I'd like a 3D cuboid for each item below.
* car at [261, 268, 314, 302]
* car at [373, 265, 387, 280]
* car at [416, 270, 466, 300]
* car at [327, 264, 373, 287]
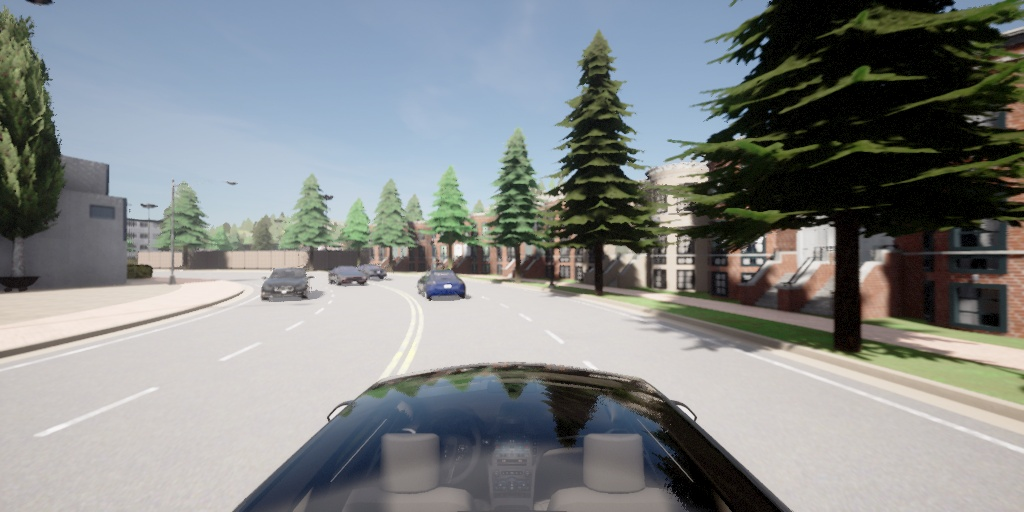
[{"bbox_3d":[-11.311,1.371,18.202,1.837,1.490,4.892,1,-1,-27],"label":"car"},{"bbox_3d":[-13.735,1.504,33.884,2.033,1.411,5.357,0,0,-45],"label":"car"},{"bbox_3d":[-3.787,1.416,18.796,1.994,1.385,4.181,0,0,-22],"label":"car"},{"bbox_3d":[-12.409,1.463,26.789,2.033,1.411,5.357,0,0,-37],"label":"car"}]
